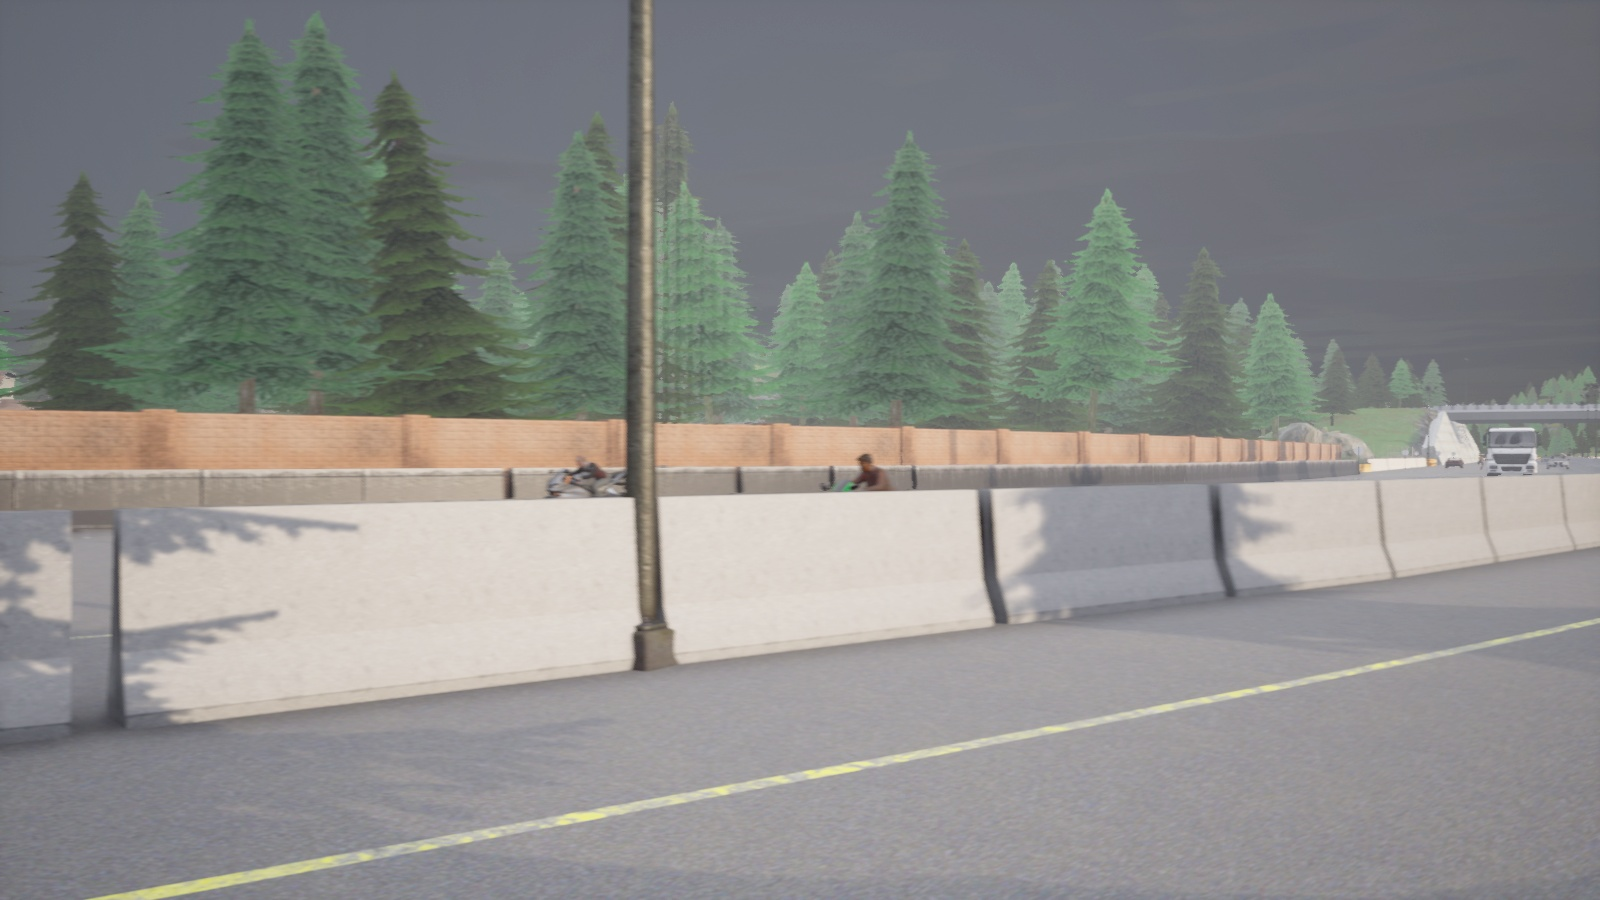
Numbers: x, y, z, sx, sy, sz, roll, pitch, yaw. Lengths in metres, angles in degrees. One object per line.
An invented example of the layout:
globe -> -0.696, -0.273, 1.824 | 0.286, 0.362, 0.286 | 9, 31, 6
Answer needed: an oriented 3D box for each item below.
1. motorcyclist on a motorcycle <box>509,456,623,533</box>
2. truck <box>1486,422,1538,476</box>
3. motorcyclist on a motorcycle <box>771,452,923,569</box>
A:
motorcyclist on a motorcycle -> -4.881, 0.910, 26.285 | 2.191, 1.530, 0.866 | 0, -1, -39
truck -> 47.872, -0.032, 84.304 | 2.891, 3.462, 7.936 | 0, 0, 30
motorcyclist on a motorcycle -> 0.670, 0.800, 17.287 | 2.044, 1.523, 0.797 | 0, -1, -39
